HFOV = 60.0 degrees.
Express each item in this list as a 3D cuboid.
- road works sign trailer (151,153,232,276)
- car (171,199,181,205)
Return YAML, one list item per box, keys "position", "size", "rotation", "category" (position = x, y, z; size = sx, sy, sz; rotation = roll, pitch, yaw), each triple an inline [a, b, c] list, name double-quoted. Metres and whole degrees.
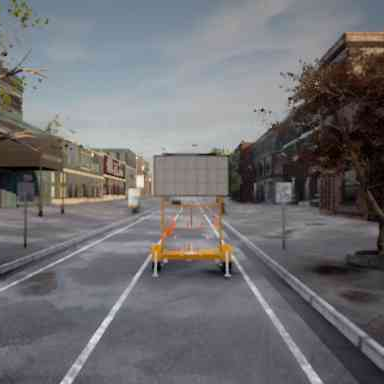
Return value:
- position: [-0.016, 0.557, 10.613]
  size: [2.380, 3.560, 2.880]
  rotation: [0, 0, 0]
  category: "road works sign trailer"
- position: [-3.110, 2.021, 66.391]
  size: [1.895, 1.301, 4.718]
  rotation: [0, 0, 0]
  category: "car"
